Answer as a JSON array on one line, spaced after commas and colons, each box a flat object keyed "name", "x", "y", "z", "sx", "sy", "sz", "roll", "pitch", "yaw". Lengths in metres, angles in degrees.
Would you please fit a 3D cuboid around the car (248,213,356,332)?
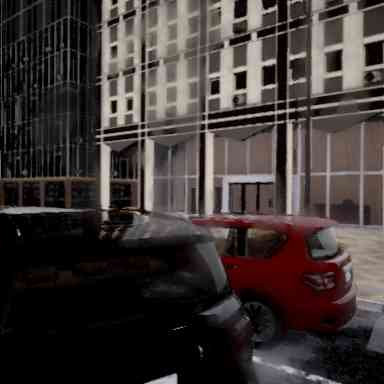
[{"name": "car", "x": 0.353, "y": 1.329, "z": 6.298, "sx": 5.009, "sy": 1.841, "sz": 2.192, "roll": 0, "pitch": 0, "yaw": 36}]

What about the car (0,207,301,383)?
[{"name": "car", "x": -1.586, "y": 1.228, "z": 4.215, "sx": 2.150, "sy": 2.045, "sz": 5.566, "roll": -1, "pitch": 1, "yaw": -31}]
